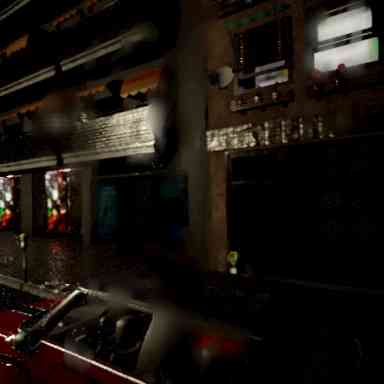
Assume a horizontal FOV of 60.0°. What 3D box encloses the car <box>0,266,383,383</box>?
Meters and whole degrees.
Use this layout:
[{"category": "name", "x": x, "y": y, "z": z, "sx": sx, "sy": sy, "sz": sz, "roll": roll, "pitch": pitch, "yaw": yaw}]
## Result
[{"category": "car", "x": -0.481, "y": 1.451, "z": 3.102, "sx": 4.097, "sy": 1.590, "sz": 1.967, "roll": 0, "pitch": -2, "yaw": 36}]
